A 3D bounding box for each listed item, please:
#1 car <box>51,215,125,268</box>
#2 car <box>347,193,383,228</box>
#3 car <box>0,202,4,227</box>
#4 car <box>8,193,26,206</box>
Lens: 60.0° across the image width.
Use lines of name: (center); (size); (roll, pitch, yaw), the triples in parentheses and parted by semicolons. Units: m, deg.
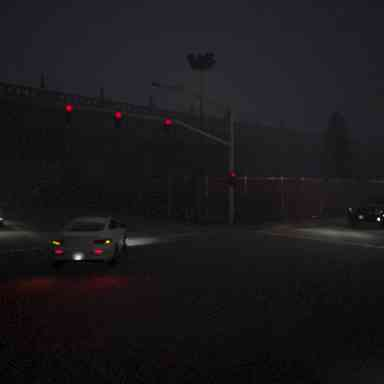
car: (-3.329, 1.511, 11.245); (1.812, 1.442, 4.674); (0, 0, -7)
car: (12.276, 1.121, 21.338); (5.566, 2.045, 2.150); (0, 0, -35)
car: (-14.156, 1.257, 22.399); (2.150, 2.045, 5.566); (0, 0, -36)
car: (-29.689, 1.258, 56.417); (2.150, 2.045, 5.566); (0, 0, -36)
